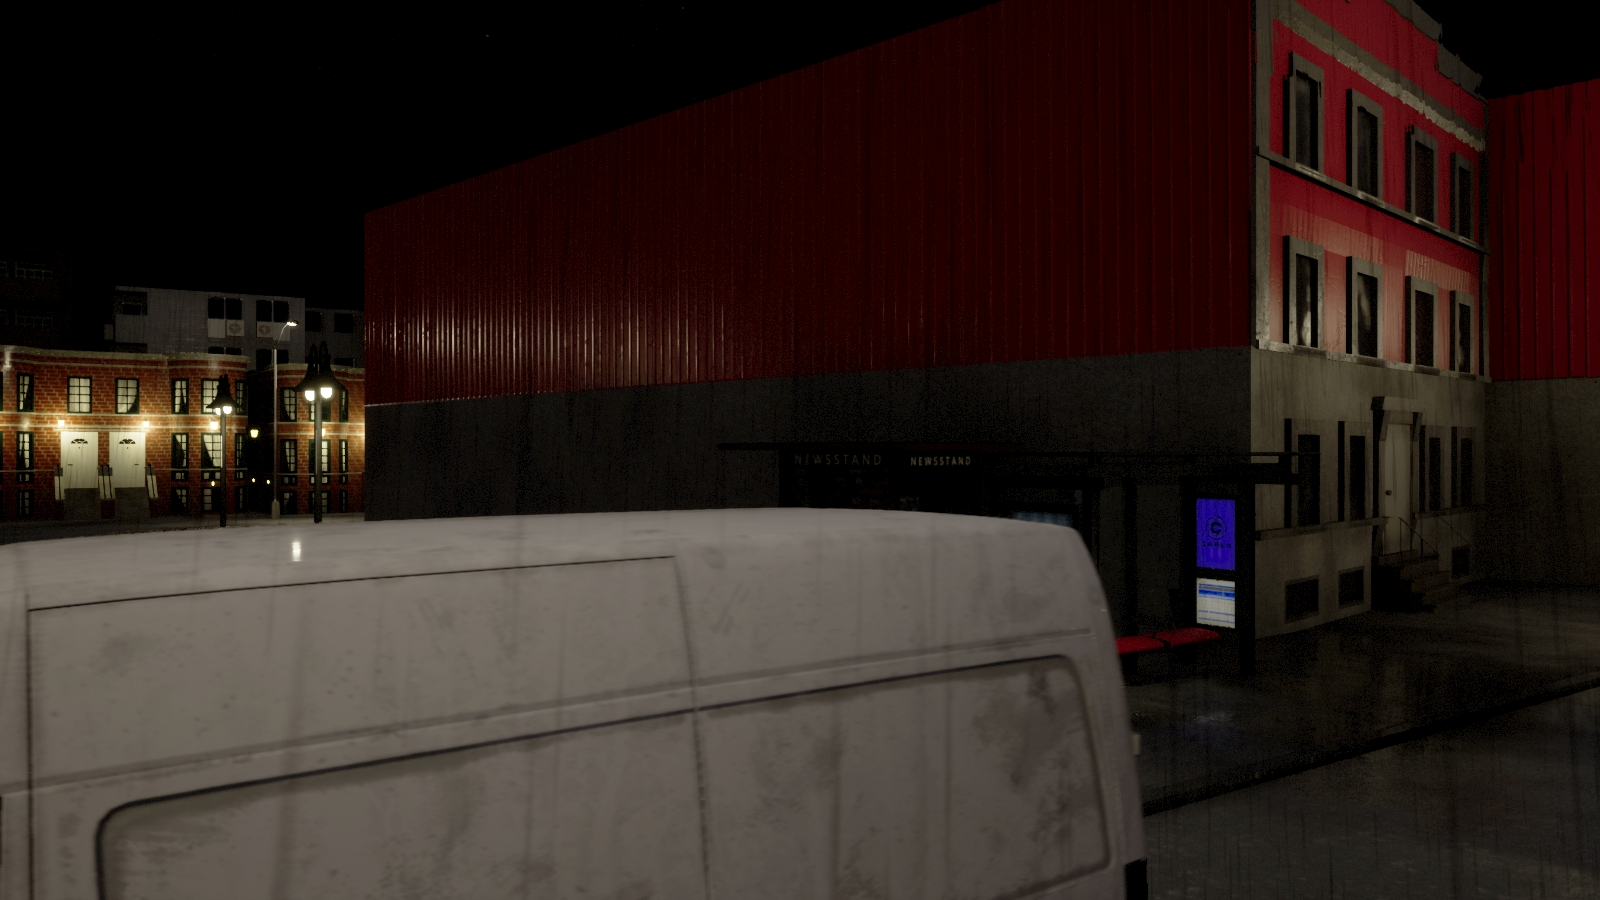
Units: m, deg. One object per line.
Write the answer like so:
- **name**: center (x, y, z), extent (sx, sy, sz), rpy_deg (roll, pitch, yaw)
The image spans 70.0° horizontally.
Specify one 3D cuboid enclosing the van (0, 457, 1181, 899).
- **van**: center (-1.593, 1.314, 3.296), extent (5.915, 2.561, 1.988), rpy_deg (0, 0, -35)
